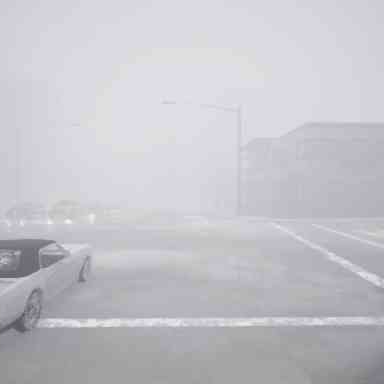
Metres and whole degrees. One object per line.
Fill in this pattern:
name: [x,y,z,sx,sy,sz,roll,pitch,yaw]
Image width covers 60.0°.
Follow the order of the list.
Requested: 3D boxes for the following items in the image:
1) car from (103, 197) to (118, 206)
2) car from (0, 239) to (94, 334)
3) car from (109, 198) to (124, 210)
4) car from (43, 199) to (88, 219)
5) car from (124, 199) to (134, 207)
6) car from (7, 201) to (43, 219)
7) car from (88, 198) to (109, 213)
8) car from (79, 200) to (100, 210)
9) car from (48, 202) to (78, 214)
car: [-16.328,1.801,66.652,2.097,1.767,4.553,0,-1,-2]
car: [-3.500,1.609,6.742,1.895,1.301,4.718,0,0,-1]
car: [-12.271,2.021,51.246,1.812,1.442,4.674,0,-1,-2]
car: [-11.482,1.455,30.566,2.097,1.767,4.553,0,-1,-2]
car: [-12.830,2.209,66.759,1.837,1.490,4.892,0,-1,-2]
car: [-14.982,1.595,30.445,2.128,1.511,4.902,0,-1,-2]
car: [-11.839,1.734,39.612,2.128,1.511,4.902,0,-1,-2]
car: [-15.794,1.982,51.519,1.882,1.535,5.008,0,-1,-2]
car: [-15.345,1.848,39.709,1.895,1.301,4.718,0,-1,-2]
